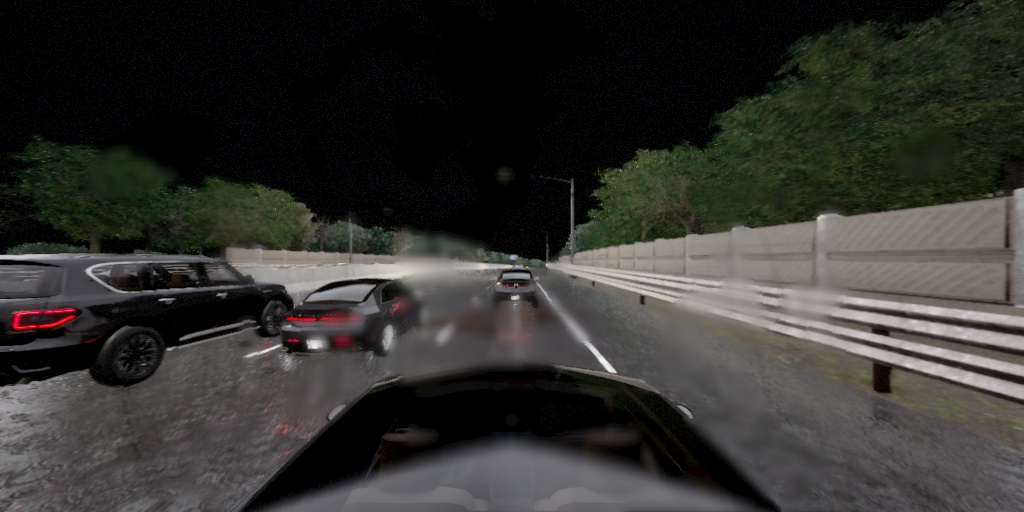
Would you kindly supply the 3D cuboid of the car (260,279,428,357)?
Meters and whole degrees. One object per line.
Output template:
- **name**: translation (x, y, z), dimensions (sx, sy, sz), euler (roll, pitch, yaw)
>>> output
- **car**: translation (-3.376, 1.287, 8.631), dimensions (1.837, 1.490, 4.892), euler (0, 0, 0)

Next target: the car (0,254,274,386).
- **car**: translation (-6.900, 0.991, 7.148), dimensions (2.150, 2.045, 5.566), euler (0, 0, 0)

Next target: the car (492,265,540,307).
- **car**: translation (0.192, 1.335, 15.901), dimensions (1.837, 1.490, 4.892), euler (0, 0, 1)

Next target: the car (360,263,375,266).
- **car**: translation (-23.211, 1.850, 57.679), dimensions (1.812, 1.442, 4.674), euler (0, -1, 3)

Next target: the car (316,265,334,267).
- **car**: translation (-20.499, 1.640, 38.656), dimensions (1.895, 1.301, 4.718), euler (0, -1, 2)
